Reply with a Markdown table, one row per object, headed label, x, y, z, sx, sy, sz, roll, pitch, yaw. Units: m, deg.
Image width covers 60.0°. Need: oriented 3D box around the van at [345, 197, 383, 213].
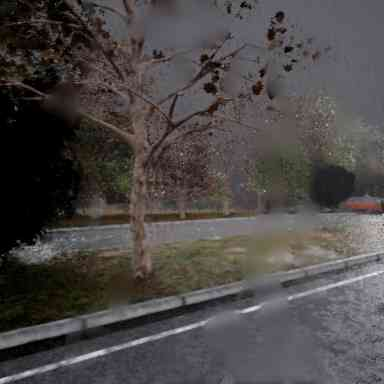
| label | x | y | z | sx | sy | sz | roll | pitch | yaw |
| --- | --- | --- | --- | --- | --- | --- | --- | --- | --- |
| van | 22.888 | 1.725 | 44.803 | 1.878 | 1.987 | 4.442 | 2 | -1 | -35 |
